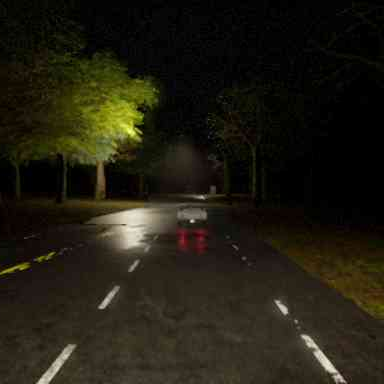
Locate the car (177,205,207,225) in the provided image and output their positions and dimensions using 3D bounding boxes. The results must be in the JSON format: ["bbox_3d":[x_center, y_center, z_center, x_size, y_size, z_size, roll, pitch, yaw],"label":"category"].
[{"bbox_3d":[0.004,1.531,23.317,1.895,1.301,4.718,0,0,0],"label":"car"}]
